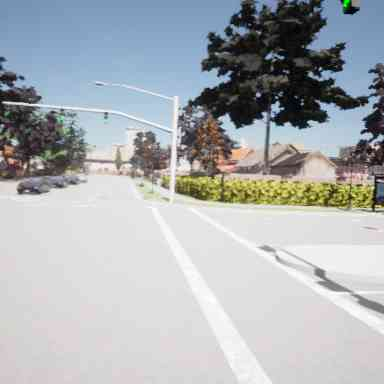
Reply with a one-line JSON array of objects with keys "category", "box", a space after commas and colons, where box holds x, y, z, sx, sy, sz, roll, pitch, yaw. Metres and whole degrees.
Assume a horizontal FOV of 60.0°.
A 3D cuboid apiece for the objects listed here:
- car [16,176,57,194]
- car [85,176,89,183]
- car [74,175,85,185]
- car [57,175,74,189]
[{"category": "car", "box": [-13.944, -0.623, 29.719, 2.033, 1.411, 5.357, 2, 3, -11]}, {"category": "car", "box": [-19.784, -2.339, 59.708, 1.895, 1.301, 4.718, 2, 3, -11]}, {"category": "car", "box": [-17.843, -1.799, 49.627, 2.033, 1.411, 5.357, 2, 3, -11]}, {"category": "car", "box": [-15.904, -1.211, 39.658, 2.033, 1.411, 5.357, 2, 3, -11]}]
